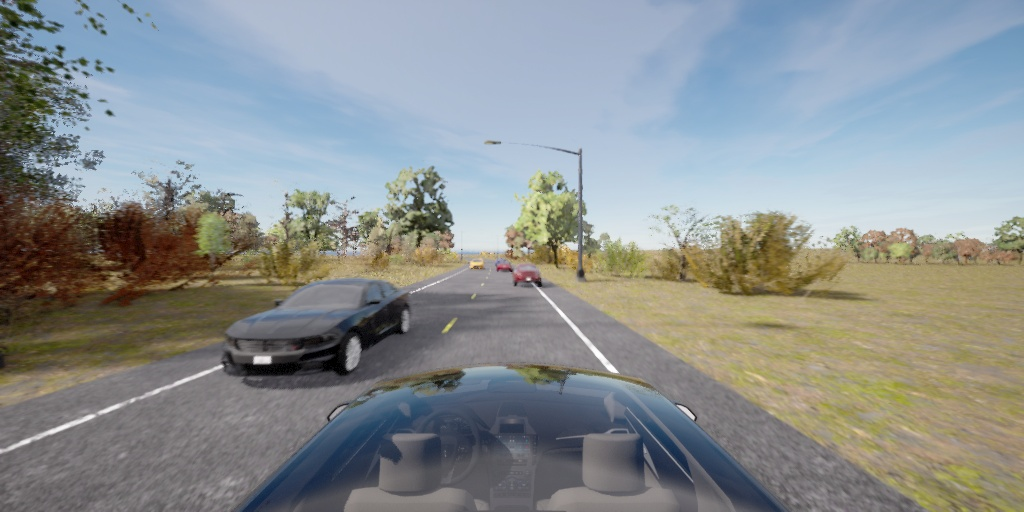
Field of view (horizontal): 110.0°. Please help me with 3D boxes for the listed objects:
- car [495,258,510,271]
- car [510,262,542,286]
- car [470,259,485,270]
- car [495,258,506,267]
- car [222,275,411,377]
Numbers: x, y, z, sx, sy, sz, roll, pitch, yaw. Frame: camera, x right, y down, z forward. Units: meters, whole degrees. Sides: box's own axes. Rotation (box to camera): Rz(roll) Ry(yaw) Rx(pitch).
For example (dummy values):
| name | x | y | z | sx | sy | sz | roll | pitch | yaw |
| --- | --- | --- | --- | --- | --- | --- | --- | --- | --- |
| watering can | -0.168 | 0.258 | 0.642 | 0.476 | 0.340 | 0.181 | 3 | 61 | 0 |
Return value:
| name | x | y | z | sx | sy | sz | roll | pitch | yaw |
| --- | --- | --- | --- | --- | --- | --- | --- | --- | --- |
| car | -0.979 | 1.218 | 45.670 | 1.994 | 1.385 | 4.181 | 0 | 0 | -2 |
| car | 0.965 | 1.230 | 24.293 | 1.812 | 1.442 | 4.674 | 0 | 0 | -1 |
| car | -4.793 | 1.128 | 49.735 | 1.882 | 1.535 | 5.008 | 0 | 0 | -2 |
| car | -1.999 | 1.125 | 63.369 | 1.812 | 1.442 | 4.674 | 0 | 0 | -3 |
| car | -3.623 | 1.224 | 7.678 | 1.882 | 1.535 | 5.008 | 0 | 0 | 0 |
